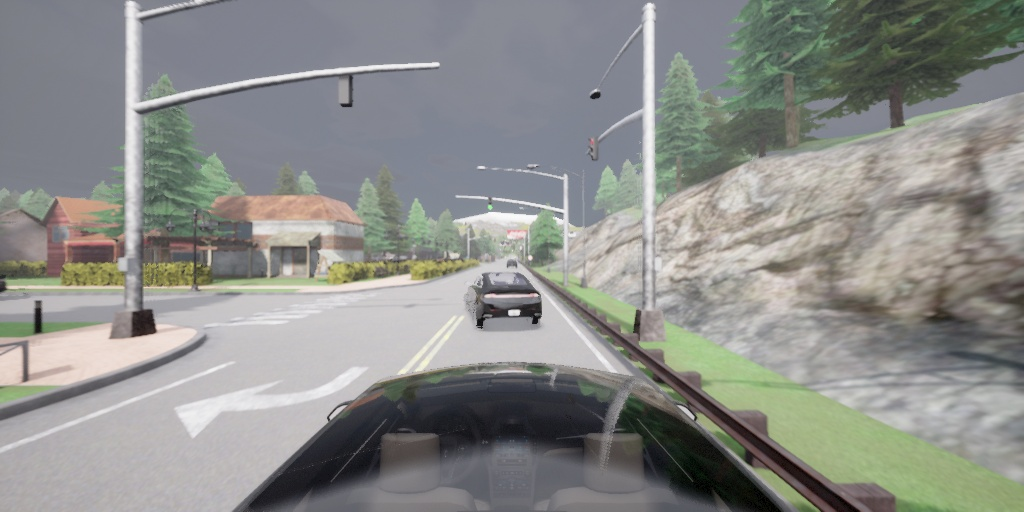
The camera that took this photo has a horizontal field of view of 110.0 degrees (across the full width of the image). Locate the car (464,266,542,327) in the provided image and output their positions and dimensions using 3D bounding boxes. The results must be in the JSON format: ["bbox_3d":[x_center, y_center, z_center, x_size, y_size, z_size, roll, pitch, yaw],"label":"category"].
[{"bbox_3d":[-0.434,1.247,11.630,2.128,1.511,4.902,0,0,-12],"label":"car"}]

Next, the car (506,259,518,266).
[{"bbox_3d":[0.000,1.286,60.315,1.837,1.490,4.892,0,0,0],"label":"car"}]

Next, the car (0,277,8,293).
[{"bbox_3d":[-27.780,1.413,17.393,4.902,1.511,2.128,0,0,0],"label":"car"}]
